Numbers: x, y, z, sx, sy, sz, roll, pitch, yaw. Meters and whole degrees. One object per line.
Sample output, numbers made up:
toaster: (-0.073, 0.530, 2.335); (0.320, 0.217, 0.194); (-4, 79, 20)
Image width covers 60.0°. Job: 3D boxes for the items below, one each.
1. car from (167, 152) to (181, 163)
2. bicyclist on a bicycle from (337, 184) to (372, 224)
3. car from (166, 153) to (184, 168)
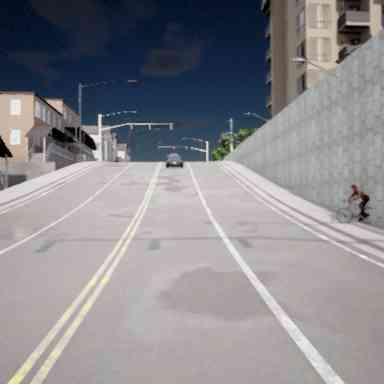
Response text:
car: (-2.596, -4.956, 48.546); (1.994, 1.385, 4.181); (-1, 3, -3)
bicyclist on a bicycle: (6.740, 0.506, 13.599); (1.656, 1.620, 0.582); (-1, 5, -3)
car: (-1.973, -3.576, 38.070); (1.994, 1.385, 4.181); (0, 11, -2)
